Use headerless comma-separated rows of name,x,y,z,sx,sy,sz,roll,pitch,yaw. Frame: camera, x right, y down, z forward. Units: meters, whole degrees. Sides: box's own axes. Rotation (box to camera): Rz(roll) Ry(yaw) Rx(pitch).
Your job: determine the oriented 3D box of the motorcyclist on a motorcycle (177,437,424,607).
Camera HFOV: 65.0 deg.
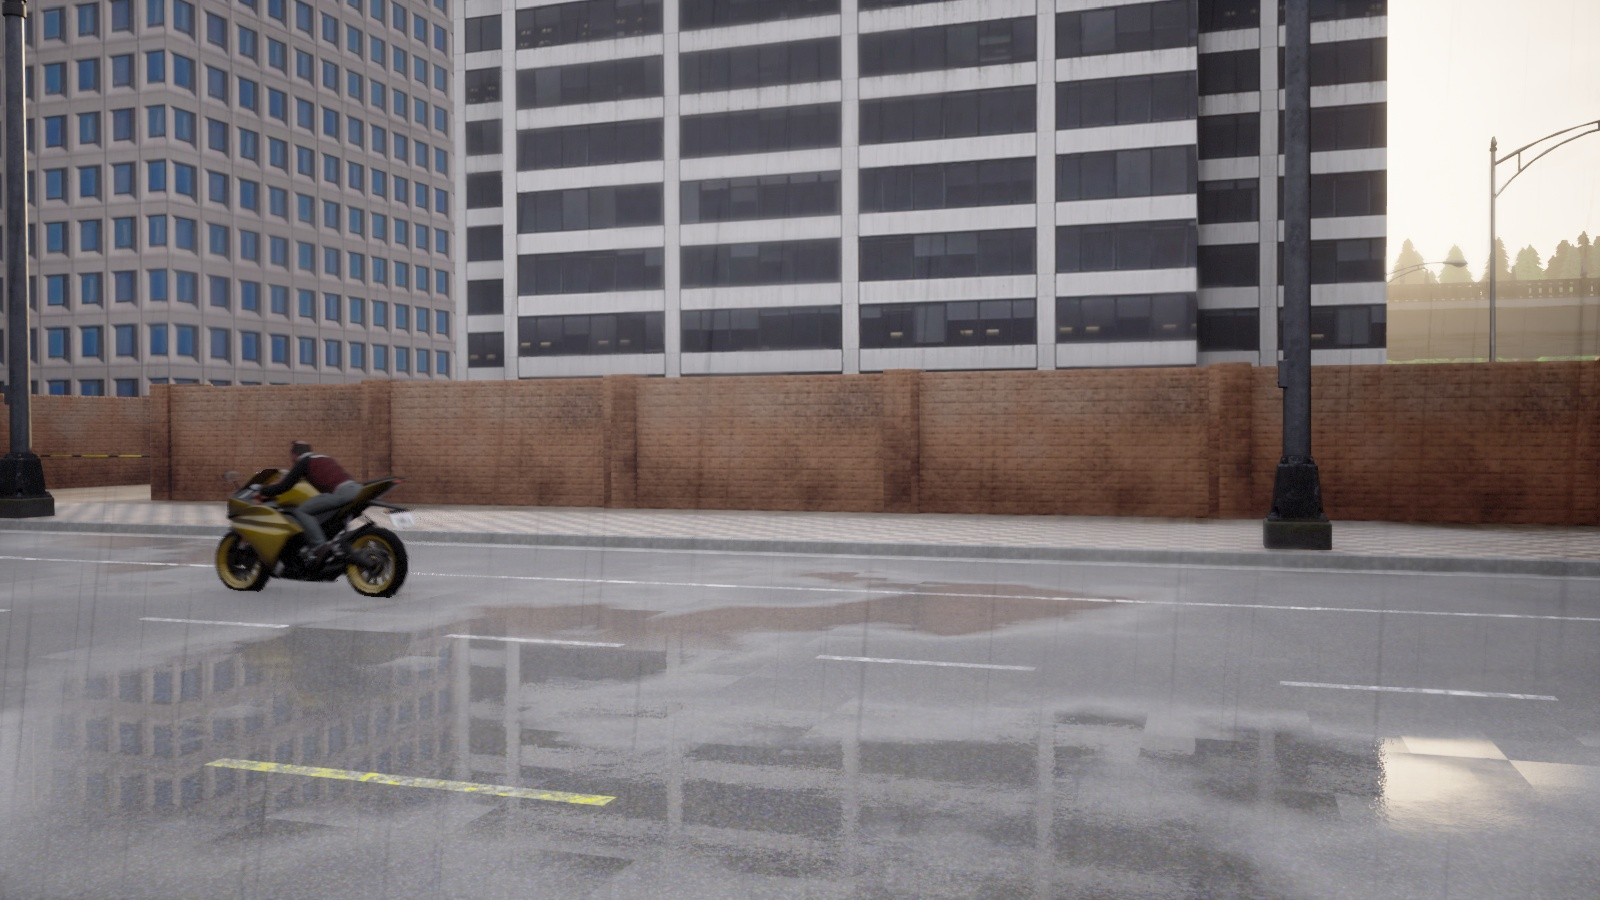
motorcyclist on a motorcycle,-4.848,0.648,12.209,2.191,1.530,0.866,1,1,19
